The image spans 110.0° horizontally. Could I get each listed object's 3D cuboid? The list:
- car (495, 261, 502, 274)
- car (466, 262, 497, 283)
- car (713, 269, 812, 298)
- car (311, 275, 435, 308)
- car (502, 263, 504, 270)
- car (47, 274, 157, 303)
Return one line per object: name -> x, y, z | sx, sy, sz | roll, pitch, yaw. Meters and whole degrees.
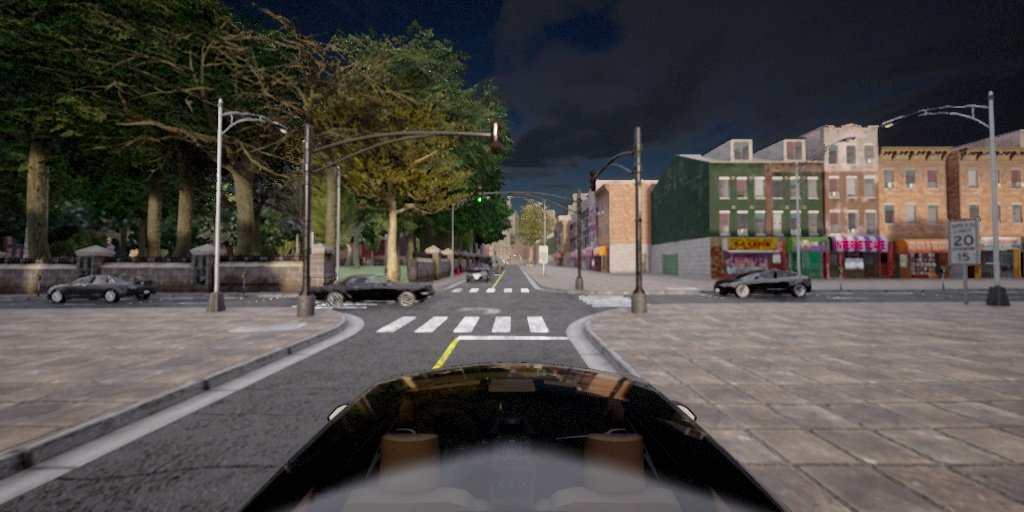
car -> -2.665, 1.580, 46.339 | 1.837, 1.490, 4.892 | 0, 0, 0
car -> -2.732, 1.433, 30.447 | 2.128, 1.511, 4.902 | 0, 0, 1
car -> 12.448, 1.332, 17.903 | 4.313, 1.339, 1.948 | 0, 0, 0
car -> -5.763, 1.453, 15.346 | 4.718, 1.301, 1.895 | 0, -1, 0
car -> -2.506, 1.675, 64.441 | 2.097, 1.767, 4.553 | 0, -1, 0
car -> -20.537, 1.593, 18.024 | 4.403, 1.370, 2.007 | 0, 0, 0
